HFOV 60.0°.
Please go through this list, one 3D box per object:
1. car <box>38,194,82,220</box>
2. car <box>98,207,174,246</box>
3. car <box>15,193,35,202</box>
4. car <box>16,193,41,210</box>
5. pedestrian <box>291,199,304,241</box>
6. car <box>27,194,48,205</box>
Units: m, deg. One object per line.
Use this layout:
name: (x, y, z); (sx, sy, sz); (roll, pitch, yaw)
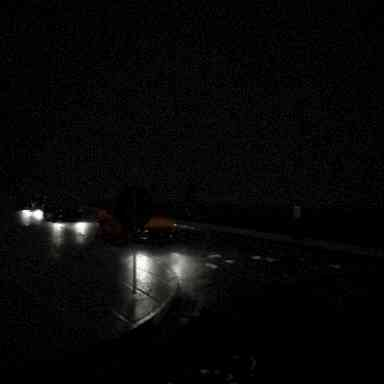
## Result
car: (-9.823, 1.209, 25.032); (1.882, 1.535, 5.008); (1, 0, -35)
car: (-2.673, 1.368, 15.130); (1.882, 1.535, 5.008); (1, 0, -36)
car: (-27.311, 0.874, 54.251); (2.033, 1.411, 5.357); (1, 0, -36)
car: (-17.489, 1.050, 35.672); (2.128, 1.511, 4.902); (1, 0, -36)
pedestrian: (4.733, 1.192, 14.865); (0.375, 1.860, 0.375); (2, -1, -36)
car: (-21.568, 0.986, 46.304); (1.812, 1.442, 4.674); (1, 0, -36)
